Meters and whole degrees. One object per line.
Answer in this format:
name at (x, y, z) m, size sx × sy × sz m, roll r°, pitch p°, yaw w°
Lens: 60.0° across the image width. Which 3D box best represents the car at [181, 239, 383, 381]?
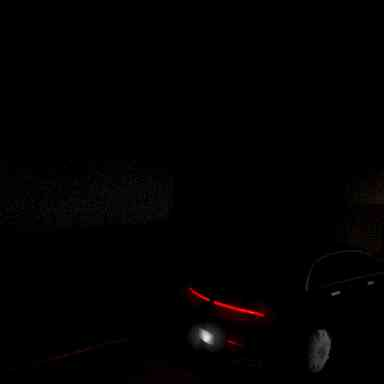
car at (2.085, 1.560, 5.606) m, size 4.892 × 1.490 × 1.837 m, roll 1°, pitch 0°, yaw -38°
